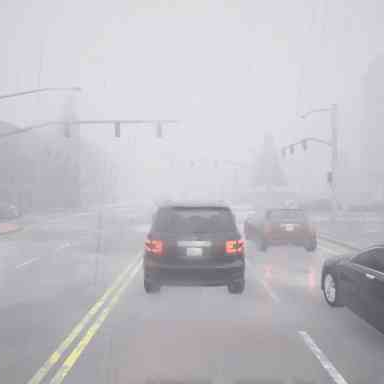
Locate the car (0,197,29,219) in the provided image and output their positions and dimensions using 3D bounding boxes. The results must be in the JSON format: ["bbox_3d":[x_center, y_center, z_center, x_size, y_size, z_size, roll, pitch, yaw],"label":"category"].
[{"bbox_3d":[-16.929,1.352,28.822,4.553,1.767,2.097,0,0,-1],"label":"car"}]

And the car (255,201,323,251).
[{"bbox_3d":[3.537,1.352,14.147,2.097,1.767,4.553,0,0,0],"label":"car"}]

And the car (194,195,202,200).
[{"bbox_3d":[1.479,1.552,90.349,1.994,1.385,4.181,0,0,-1],"label":"car"}]

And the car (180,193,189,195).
[{"bbox_3d":[-1.779,1.496,80.204,1.837,1.490,4.892,0,0,-1],"label":"car"}]

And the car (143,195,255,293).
[{"bbox_3d":[0.055,1.221,8.969,2.150,2.045,5.566,0,0,0],"label":"car"}]

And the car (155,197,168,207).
[{"bbox_3d":[-4.694,1.526,51.927,1.812,1.442,4.674,0,0,-1],"label":"car"}]

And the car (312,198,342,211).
[{"bbox_3d":[14.443,1.505,37.545,4.892,1.490,1.837,0,0,-2],"label":"car"}]

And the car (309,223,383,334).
[{"bbox_3d":[3.608,1.505,5.065,1.837,1.490,4.892,0,0,0],"label":"car"}]

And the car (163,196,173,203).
[{"bbox_3d":[-5.065,1.552,71.198,1.994,1.385,4.181,0,0,-1],"label":"car"}]

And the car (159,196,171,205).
[{"bbox_3d":[-4.892,1.477,61.317,1.882,1.535,5.008,0,0,-1],"label":"car"}]

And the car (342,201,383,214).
[{"bbox_3d":[18.492,1.601,34.152,4.718,1.301,1.895,0,0,-2],"label":"car"}]

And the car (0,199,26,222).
[{"bbox_3d":[-15.794,1.491,25.344,4.902,1.511,2.128,0,0,-1],"label":"car"}]
